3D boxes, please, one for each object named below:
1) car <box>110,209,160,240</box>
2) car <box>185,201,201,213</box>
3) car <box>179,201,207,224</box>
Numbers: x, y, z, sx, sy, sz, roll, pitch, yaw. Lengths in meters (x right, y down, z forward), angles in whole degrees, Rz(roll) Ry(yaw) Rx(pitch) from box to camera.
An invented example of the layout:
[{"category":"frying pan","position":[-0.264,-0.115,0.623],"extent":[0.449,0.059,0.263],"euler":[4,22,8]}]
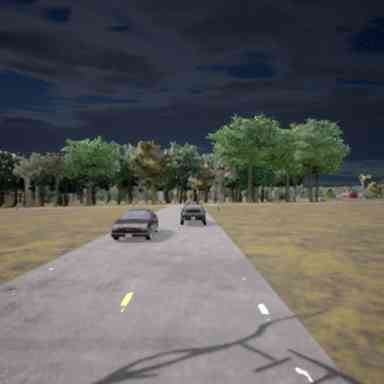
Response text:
[{"category":"car","position":[-2.808,1.603,17.550],"extent":[2.033,1.411,5.357],"euler":[0,0,1]},{"category":"car","position":[0.104,1.869,42.985],"extent":[1.994,1.385,4.181],"euler":[0,-1,0]},{"category":"car","position":[0.099,1.615,25.596],"extent":[1.837,1.490,4.892],"euler":[0,-1,0]}]
